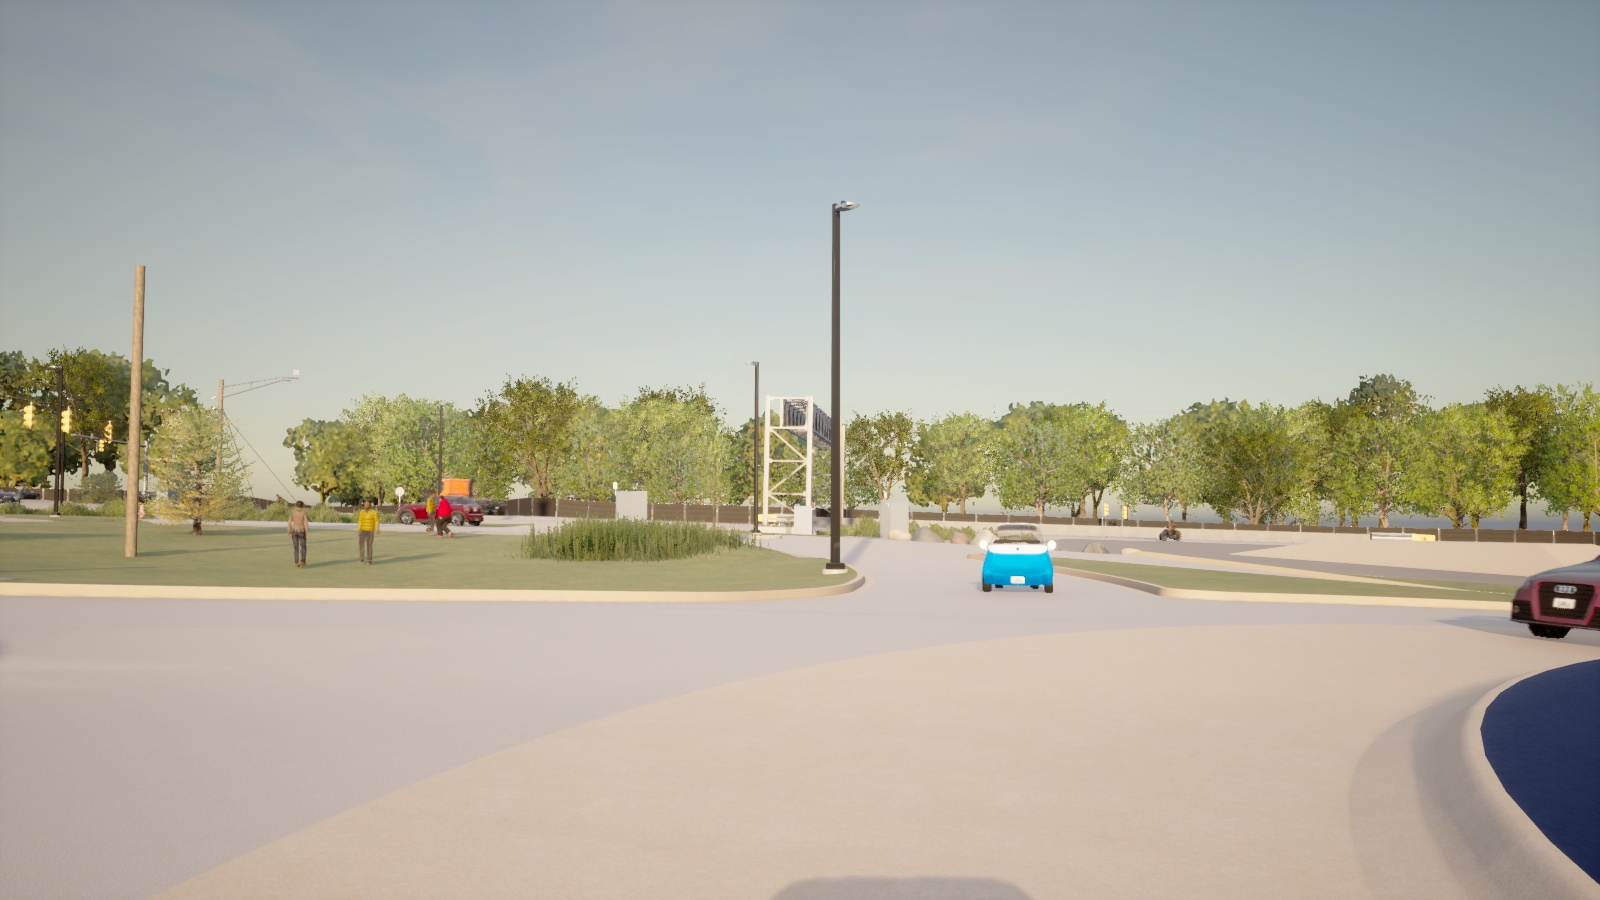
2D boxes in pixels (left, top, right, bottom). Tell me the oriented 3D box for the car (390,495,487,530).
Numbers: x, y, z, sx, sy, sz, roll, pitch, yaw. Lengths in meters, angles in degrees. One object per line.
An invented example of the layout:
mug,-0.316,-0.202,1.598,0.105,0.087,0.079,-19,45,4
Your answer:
car,-19.607,3.391,68.191,4.553,1.767,2.097,0,-3,14

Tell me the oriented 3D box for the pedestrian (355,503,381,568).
pedestrian,-12.299,2.431,35.756,0.431,1.840,0.709,0,-3,4

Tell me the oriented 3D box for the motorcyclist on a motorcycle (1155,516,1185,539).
motorcyclist on a motorcycle,26.911,5.634,91.350,2.350,1.649,0.766,3,-3,-35

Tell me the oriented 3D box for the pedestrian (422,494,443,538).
pedestrian,-15.341,2.763,52.438,0.709,1.840,0.431,0,-3,-2

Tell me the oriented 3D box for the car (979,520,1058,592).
car,4.367,2.098,25.114,1.481,1.376,2.207,-1,-4,10

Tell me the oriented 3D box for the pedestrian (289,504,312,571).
pedestrian,-13.622,2.384,34.259,0.328,1.805,0.869,0,-3,-6

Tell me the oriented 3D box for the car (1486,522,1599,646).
car,11.043,1.693,15.644,4.181,1.385,1.994,3,-3,-16

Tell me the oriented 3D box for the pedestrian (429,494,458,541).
pedestrian,-14.130,2.681,49.753,0.899,1.844,0.634,-2,-3,29
